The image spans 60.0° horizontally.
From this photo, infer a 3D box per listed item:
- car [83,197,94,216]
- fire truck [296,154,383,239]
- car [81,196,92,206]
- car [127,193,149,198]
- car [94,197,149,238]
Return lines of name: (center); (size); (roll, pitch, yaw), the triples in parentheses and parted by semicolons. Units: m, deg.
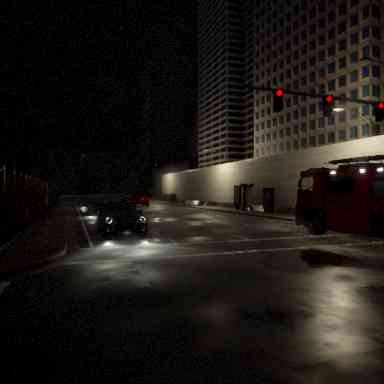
car: (-9.260, 1.478, 32.505); (2.033, 1.411, 5.357); (0, 0, -20)
fire truck: (8.444, 0.338, 14.997); (2.891, 3.827, 8.468); (0, 0, -20)
car: (-15.985, 1.388, 51.172); (1.882, 1.535, 5.008); (0, 0, -20)
car: (-7.796, 1.142, 49.339); (2.150, 2.045, 5.566); (0, 0, -18)
car: (-3.745, 1.305, 17.432); (2.097, 1.767, 4.553); (0, 0, -20)
